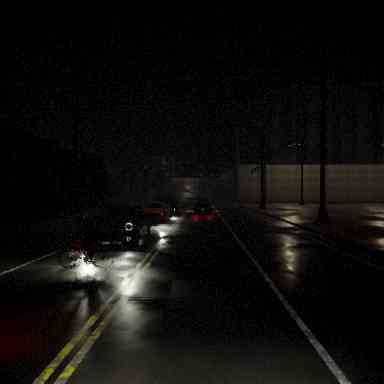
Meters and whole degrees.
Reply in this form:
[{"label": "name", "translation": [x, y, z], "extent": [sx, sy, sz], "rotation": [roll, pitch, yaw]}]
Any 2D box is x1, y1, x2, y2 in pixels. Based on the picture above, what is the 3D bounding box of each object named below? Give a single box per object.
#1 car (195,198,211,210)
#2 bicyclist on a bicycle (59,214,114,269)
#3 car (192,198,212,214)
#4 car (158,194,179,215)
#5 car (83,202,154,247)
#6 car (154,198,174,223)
[{"label": "car", "translation": [1.433, 1.547, 44.671], "extent": [2.033, 1.411, 5.357], "rotation": [0, 0, 2]}, {"label": "bicyclist on a bicycle", "translation": [-3.071, 1.453, 9.665], "extent": [1.656, 1.620, 0.582], "rotation": [0, 0, 2]}, {"label": "car", "translation": [1.129, 1.526, 34.729], "extent": [1.812, 1.442, 4.674], "rotation": [0, 0, 1]}, {"label": "car", "translation": [-2.539, 1.221, 33.953], "extent": [2.150, 2.045, 5.566], "rotation": [0, 0, 0]}, {"label": "car", "translation": [-3.183, 1.352, 14.864], "extent": [2.097, 1.767, 4.553], "rotation": [0, 0, 2]}, {"label": "car", "translation": [-2.775, 1.478, 25.406], "extent": [1.882, 1.535, 5.008], "rotation": [0, 0, 2]}]
